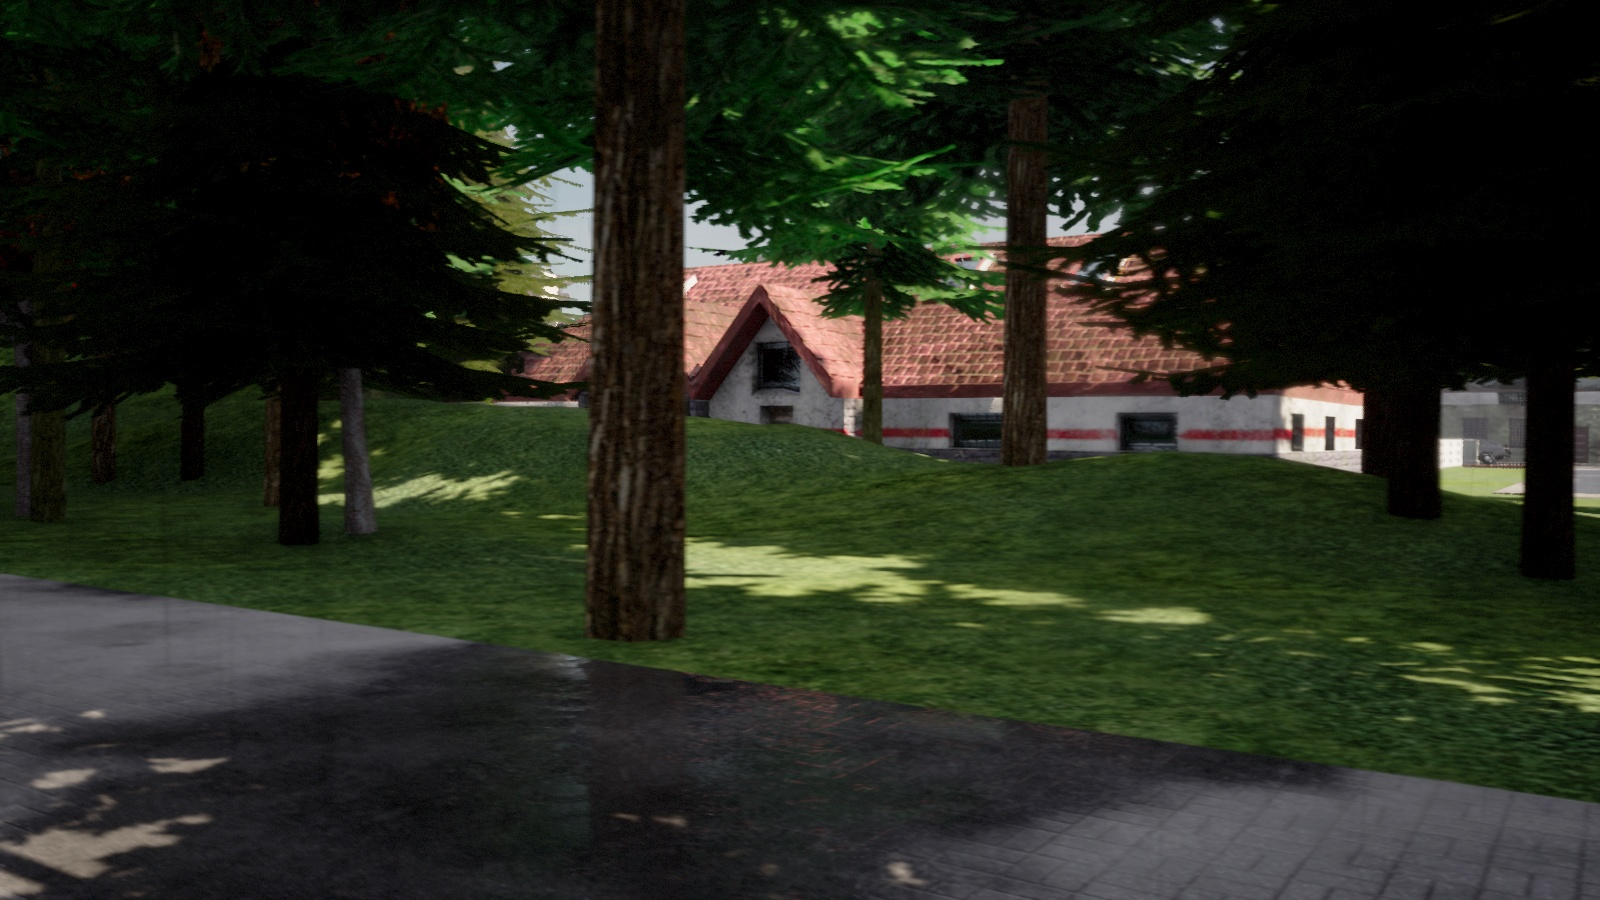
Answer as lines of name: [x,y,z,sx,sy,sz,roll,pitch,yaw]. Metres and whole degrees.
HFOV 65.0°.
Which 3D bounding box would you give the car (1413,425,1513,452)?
car: [38.313,-0.651,72.611,4.902,1.511,2.128,0,1,34]
